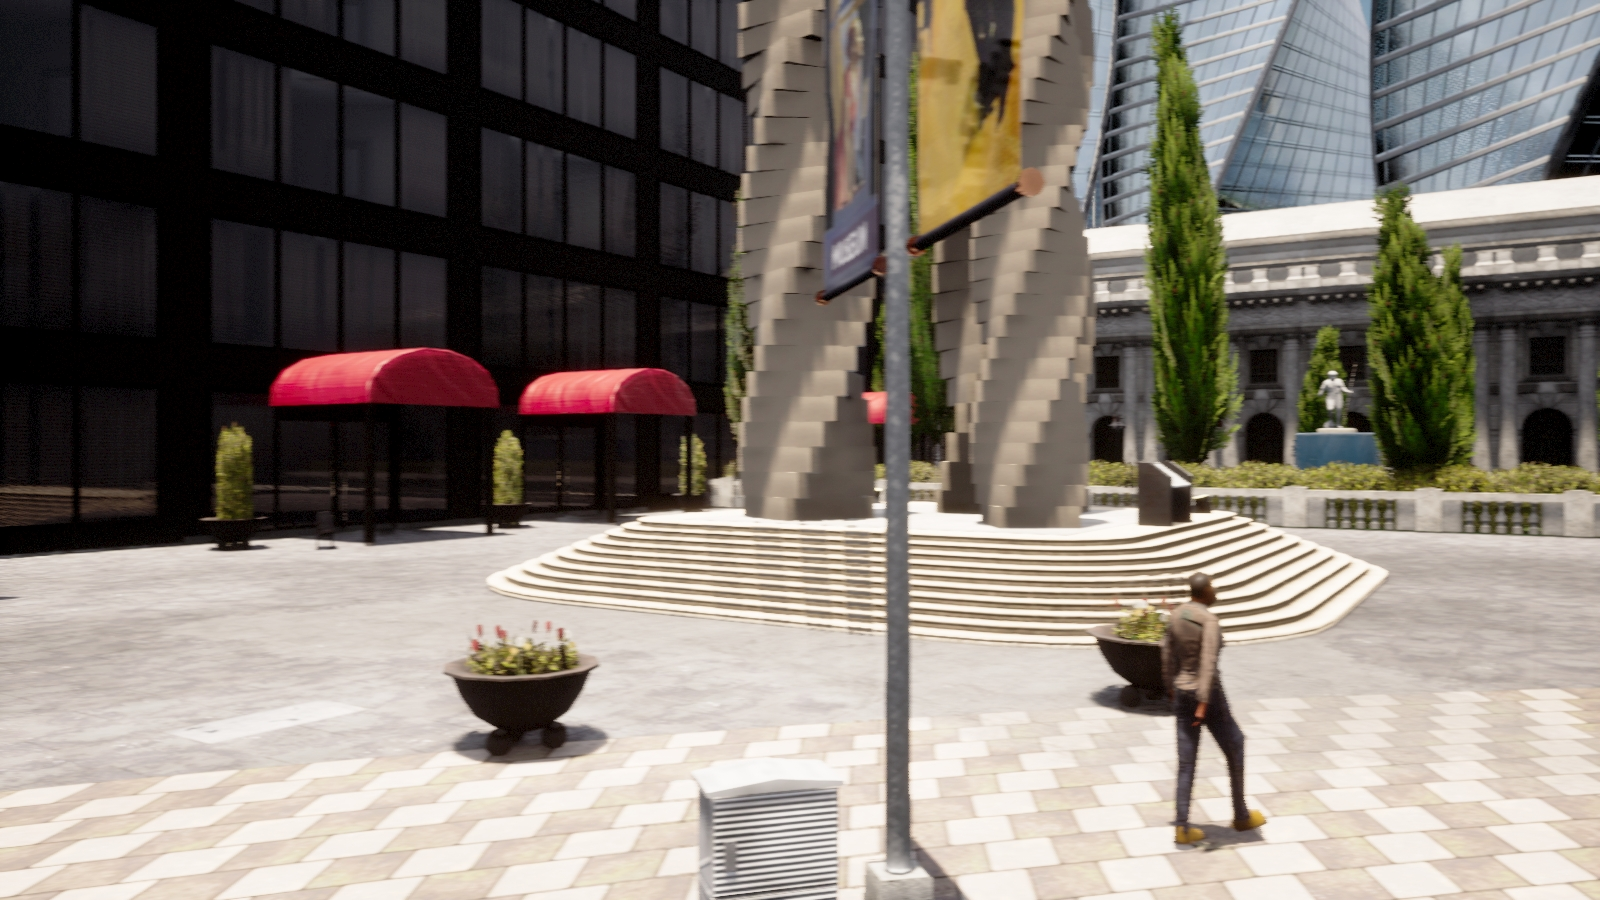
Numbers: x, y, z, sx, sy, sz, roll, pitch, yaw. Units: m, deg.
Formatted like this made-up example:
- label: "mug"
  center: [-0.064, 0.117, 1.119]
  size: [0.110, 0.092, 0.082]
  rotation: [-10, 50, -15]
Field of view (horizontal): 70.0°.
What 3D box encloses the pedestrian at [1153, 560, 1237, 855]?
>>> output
- label: "pedestrian"
  center: [2.641, 1.691, 7.646]
  size: [0.375, 1.860, 0.375]
  rotation: [0, 0, -27]
